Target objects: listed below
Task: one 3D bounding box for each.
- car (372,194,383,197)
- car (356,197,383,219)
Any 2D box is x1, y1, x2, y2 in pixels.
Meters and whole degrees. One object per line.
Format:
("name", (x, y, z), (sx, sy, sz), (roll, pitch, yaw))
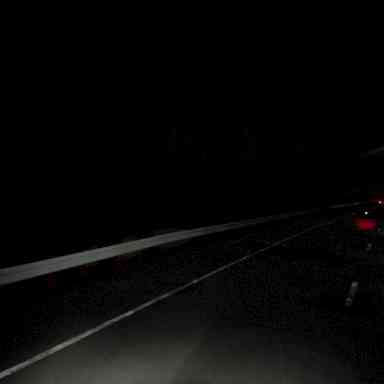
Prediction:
("car", (21.933, 1.221, 38.266), (2.150, 2.045, 5.566), (0, 0, 35))
("car", (15.906, 1.504, 29.693), (1.837, 1.490, 4.892), (0, 0, 35))
